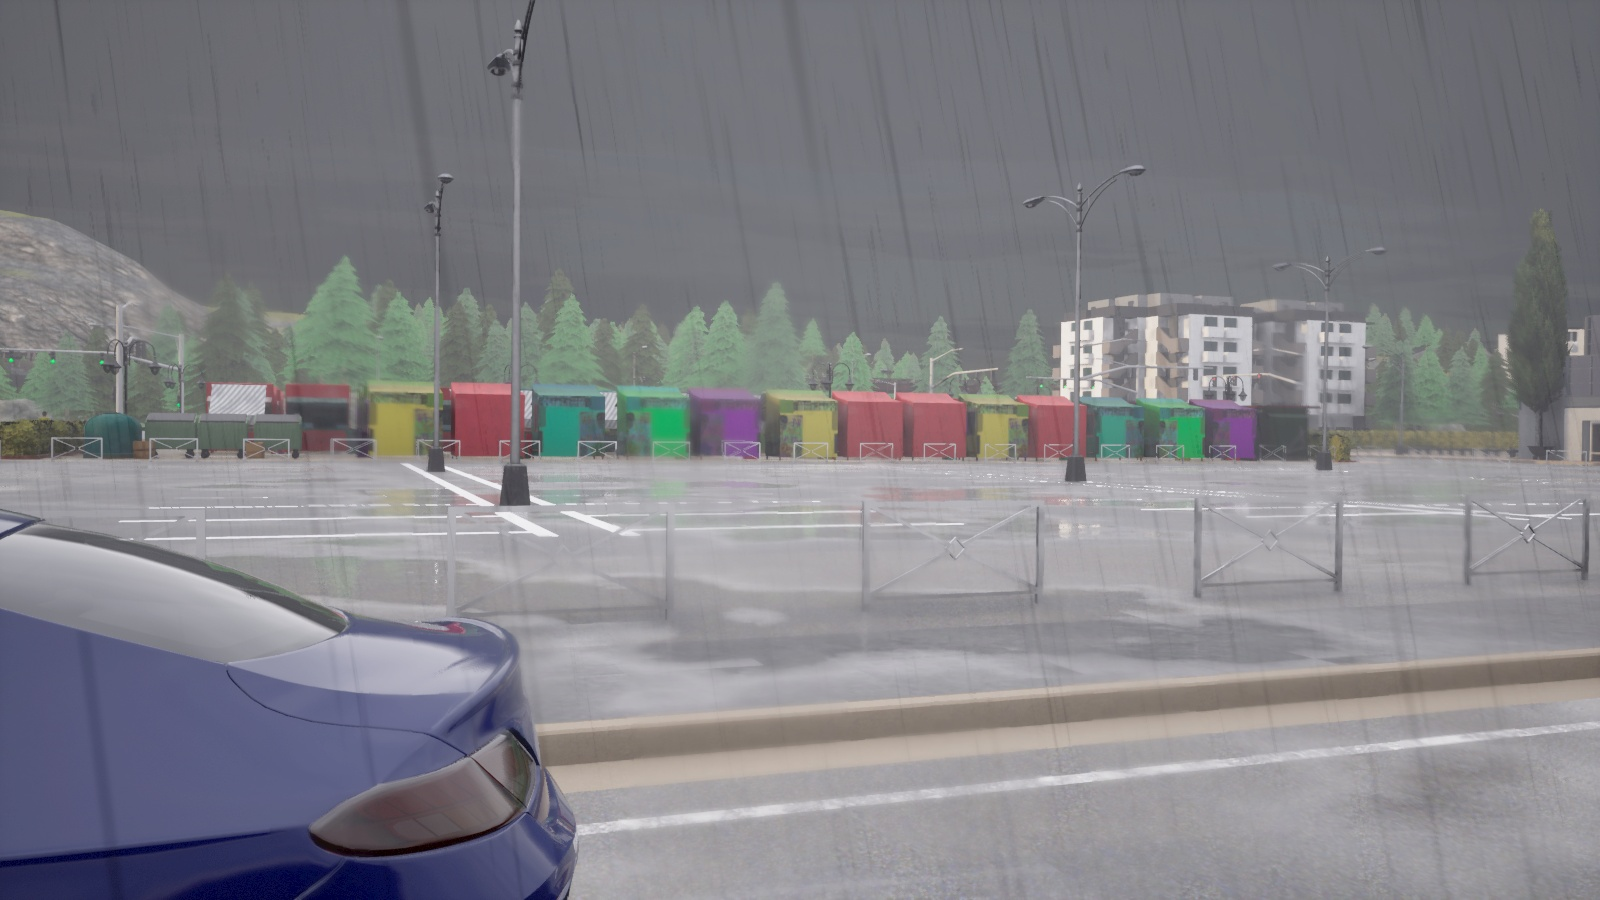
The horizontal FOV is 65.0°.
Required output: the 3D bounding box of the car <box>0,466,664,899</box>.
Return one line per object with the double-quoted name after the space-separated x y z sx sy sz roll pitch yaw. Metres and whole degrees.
-2.743 0.818 2.198 4.674 1.442 1.812 -1 1 -21 "car"
